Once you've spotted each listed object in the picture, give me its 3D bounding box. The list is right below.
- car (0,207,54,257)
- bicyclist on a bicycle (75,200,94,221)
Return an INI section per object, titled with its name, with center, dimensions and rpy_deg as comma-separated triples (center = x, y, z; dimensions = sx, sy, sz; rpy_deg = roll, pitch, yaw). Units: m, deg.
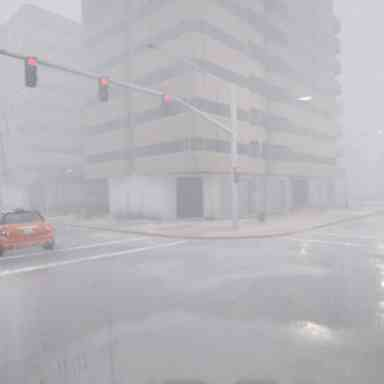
[car]
center = -7.625, 1.505, 13.954
dimensions = 4.553, 1.767, 2.097
rpy_deg = -1, 0, 45
[bicyclist on a bicycle]
center = -8.491, 1.464, 26.231
dimensions = 0.582, 1.620, 1.656
rpy_deg = -1, 0, 43
